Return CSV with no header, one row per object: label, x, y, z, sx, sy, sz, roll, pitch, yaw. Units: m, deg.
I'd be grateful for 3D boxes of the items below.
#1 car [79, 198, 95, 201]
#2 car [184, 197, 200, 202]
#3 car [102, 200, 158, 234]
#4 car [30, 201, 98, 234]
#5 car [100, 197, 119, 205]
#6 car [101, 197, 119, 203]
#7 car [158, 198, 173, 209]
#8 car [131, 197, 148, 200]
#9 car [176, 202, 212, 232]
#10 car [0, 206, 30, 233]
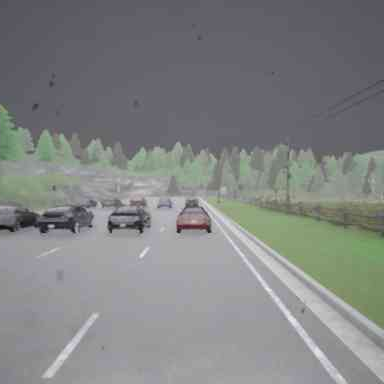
car,-13.991,1.456,44.308,1.994,1.385,4.181,0,0,0
car,0.008,1.398,43.841,1.837,1.490,4.892,0,1,0
car,-3.398,1.444,18.736,2.128,1.511,4.902,0,0,0
car,-6.898,1.457,18.739,1.837,1.490,4.892,0,0,0
car,-13.975,1.463,56.614,1.895,1.301,4.718,0,0,0
car,-10.492,1.385,43.843,2.128,1.511,4.902,0,0,0
car,-3.495,1.441,43.459,2.033,1.411,5.357,0,0,0
car,-6.992,1.370,43.941,1.882,1.535,5.008,0,0,0
car,0.102,1.515,19.600,1.994,1.385,4.181,0,0,0
car,-10.398,1.516,19.341,1.994,1.385,4.181,0,0,0
